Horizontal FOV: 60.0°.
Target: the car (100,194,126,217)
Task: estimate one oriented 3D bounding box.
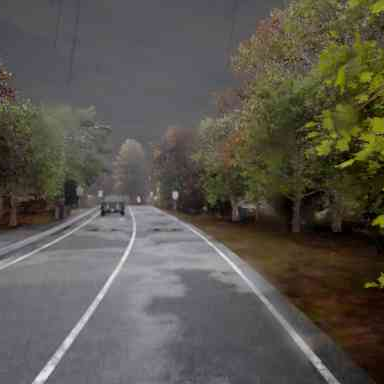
[{"bbox_3d":[-7.672,1.274,32.610,2.150,2.045,5.566,1,0,-11],"label":"car"}]
